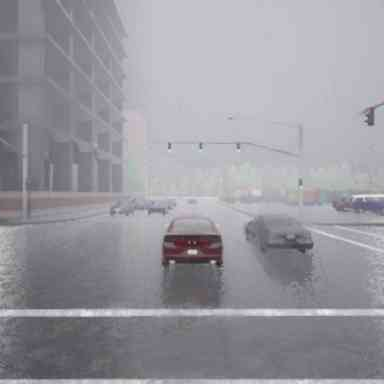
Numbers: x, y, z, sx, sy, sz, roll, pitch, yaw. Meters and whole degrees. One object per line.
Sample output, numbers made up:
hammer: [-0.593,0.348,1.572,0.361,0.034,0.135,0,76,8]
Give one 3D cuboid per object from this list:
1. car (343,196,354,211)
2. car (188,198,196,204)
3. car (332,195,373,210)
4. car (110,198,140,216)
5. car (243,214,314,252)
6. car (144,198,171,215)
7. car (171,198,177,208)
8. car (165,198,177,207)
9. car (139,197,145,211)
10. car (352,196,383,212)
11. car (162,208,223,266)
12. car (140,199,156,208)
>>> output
car: [25.205,1.677,49.611,3.905,1.438,1.784,0,0,1]
car: [-0.004,1.999,74.372,1.895,1.301,4.718,0,0,0]
car: [25.184,1.481,52.296,4.605,1.855,1.932,0,0,1]
car: [-7.262,1.685,34.949,2.128,1.511,4.902,0,0,0]
car: [3.482,1.652,14.316,2.033,1.411,5.357,0,0,0]
car: [-3.748,1.682,37.188,1.882,1.535,5.008,0,0,0]
car: [-3.686,1.805,47.146,2.033,1.411,5.357,0,0,1]
car: [-3.577,1.818,57.266,1.837,1.490,4.892,0,0,0]
car: [-7.210,1.595,44.162,2.097,1.767,4.553,0,0,0]
car: [25.171,1.693,46.716,3.806,1.475,1.970,0,0,1]
car: [0.002,1.570,11.923,1.882,1.535,5.008,0,0,0]
car: [-7.103,1.861,54.123,1.994,1.385,4.181,0,0,0]
